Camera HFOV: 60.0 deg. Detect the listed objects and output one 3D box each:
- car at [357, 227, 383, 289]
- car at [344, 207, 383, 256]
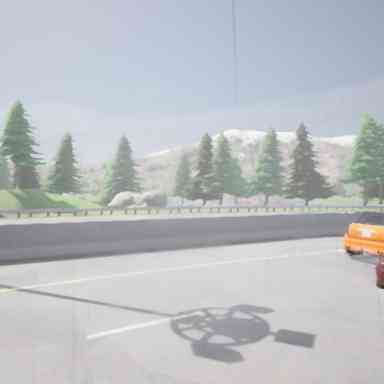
[{"bbox_3d":[6.060,1.562,7.182,4.674,1.442,1.812,0,0,-24],"label":"car"},{"bbox_3d":[7.637,1.403,11.637,4.553,1.767,2.097,0,0,-22],"label":"car"}]
